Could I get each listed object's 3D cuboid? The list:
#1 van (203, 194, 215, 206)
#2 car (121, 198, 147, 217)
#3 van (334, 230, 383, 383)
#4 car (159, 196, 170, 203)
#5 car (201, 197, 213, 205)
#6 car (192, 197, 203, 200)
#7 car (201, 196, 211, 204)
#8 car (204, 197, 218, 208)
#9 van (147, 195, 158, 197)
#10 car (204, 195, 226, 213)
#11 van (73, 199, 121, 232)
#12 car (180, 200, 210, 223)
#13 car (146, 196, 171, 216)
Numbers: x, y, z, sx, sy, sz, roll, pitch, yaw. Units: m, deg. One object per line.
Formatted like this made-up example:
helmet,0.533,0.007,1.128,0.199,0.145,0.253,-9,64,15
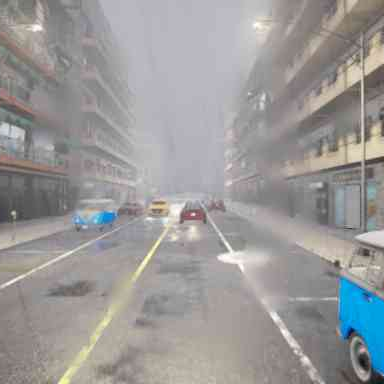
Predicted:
van,2.656,1.315,53.768,1.690,1.788,3.998,1,0,0
car,-5.687,1.532,31.156,1.887,1.381,4.507,1,0,0
van,2.671,1.340,2.734,1.690,1.788,3.998,1,0,0
car,-5.789,1.514,70.847,2.008,1.369,4.403,1,0,0
car,2.651,1.553,59.439,1.802,1.307,4.206,1,0,0
car,0.088,1.582,41.457,1.895,1.301,4.718,0,0,0
car,2.649,1.549,65.110,1.802,1.307,4.206,1,0,0
car,2.655,1.503,48.268,1.752,1.417,4.829,1,0,0
van,-5.689,1.319,48.168,1.690,1.788,3.998,1,0,0
car,2.659,1.424,36.757,1.967,1.590,4.097,1,0,0
van,-5.680,1.334,19.814,1.690,1.788,3.998,1,0,0
car,0.092,1.553,25.488,1.994,1.385,4.181,0,0,0
car,-3.107,1.464,32.156,1.882,1.535,5.008,0,0,0
